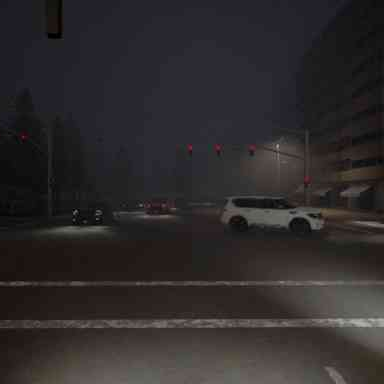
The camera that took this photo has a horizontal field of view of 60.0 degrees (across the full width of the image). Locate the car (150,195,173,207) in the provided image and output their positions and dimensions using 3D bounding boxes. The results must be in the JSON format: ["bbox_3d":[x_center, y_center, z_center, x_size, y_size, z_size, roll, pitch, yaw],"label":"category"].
[{"bbox_3d":[-4.760,1.352,52.558,2.097,1.767,4.553,0,0,18],"label":"car"}]

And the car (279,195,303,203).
[{"bbox_3d":[21.923,1.525,73.615,4.902,1.511,2.128,0,0,-22],"label":"car"}]

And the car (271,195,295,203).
[{"bbox_3d":[18.492,1.478,67.600,5.008,1.535,1.882,0,0,-33],"label":"car"}]

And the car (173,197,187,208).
[{"bbox_3d":[-2.068,1.490,49.505,2.128,1.511,4.902,0,0,15],"label":"car"}]

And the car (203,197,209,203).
[{"bbox_3d":[4.273,1.525,69.192,1.812,1.442,4.674,0,0,41],"label":"car"}]

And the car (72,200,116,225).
[{"bbox_3d":[-7.059,1.398,24.257,2.097,1.767,4.553,0,0,0],"label":"car"}]

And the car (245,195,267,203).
[{"bbox_3d":[13.128,1.477,68.087,5.008,1.535,1.882,0,0,-41],"label":"car"}]

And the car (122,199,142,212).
[{"bbox_3d":[-6.757,1.526,39.385,1.812,1.442,4.674,0,0,4],"label":"car"}]

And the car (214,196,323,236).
[{"bbox_3d":[4.370,1.234,18.625,5.566,2.045,2.150,0,1,26],"label":"car"}]

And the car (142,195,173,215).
[{"bbox_3d":[-3.425,1.352,34.245,2.097,1.767,4.553,0,0,2],"label":"car"}]

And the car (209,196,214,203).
[{"bbox_3d":[6.097,1.492,65.771,2.128,1.511,4.902,0,0,40],"label":"car"}]
